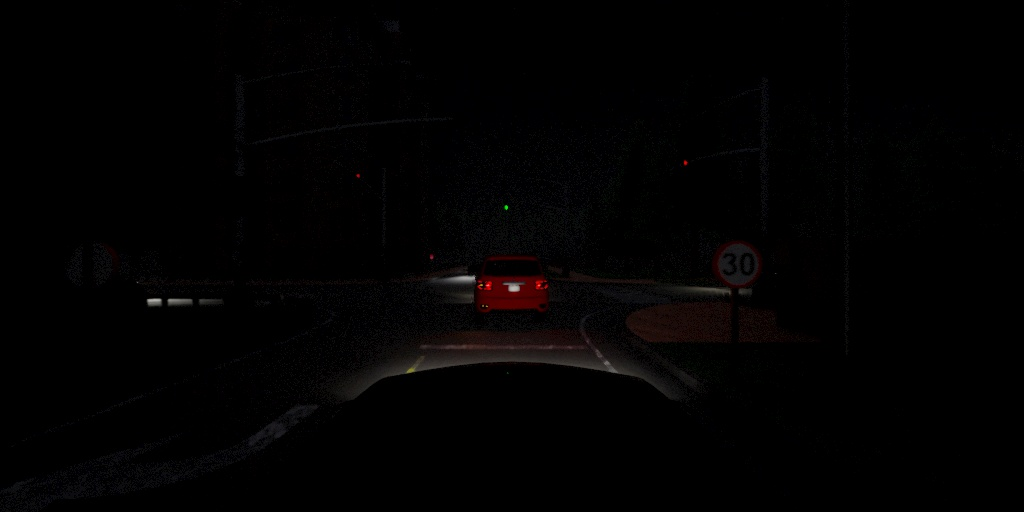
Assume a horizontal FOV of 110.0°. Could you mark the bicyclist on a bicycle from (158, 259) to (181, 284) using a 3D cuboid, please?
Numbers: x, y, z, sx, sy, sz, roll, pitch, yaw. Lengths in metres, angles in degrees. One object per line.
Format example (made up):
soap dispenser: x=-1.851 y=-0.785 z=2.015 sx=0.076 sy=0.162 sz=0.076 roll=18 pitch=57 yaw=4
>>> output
bicyclist on a bicycle: x=-22.626 y=1.020 z=23.698 sx=0.582 sy=1.620 sz=1.656 roll=0 pitch=0 yaw=-1

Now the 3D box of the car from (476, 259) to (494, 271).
car: x=-3.578 y=1.199 z=48.441 sx=2.033 sy=1.411 sz=5.357 roll=0 pitch=0 yaw=0

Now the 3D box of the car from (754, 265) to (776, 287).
car: x=17.314 y=0.917 z=20.880 sx=5.566 sy=2.045 sz=2.150 roll=0 pitch=0 yaw=-1

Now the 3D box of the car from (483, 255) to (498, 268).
car: x=-3.503 y=0.851 z=59.173 sx=2.150 sy=2.045 sz=5.566 roll=0 pitch=0 yaw=0

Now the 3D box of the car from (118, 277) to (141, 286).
car: x=-19.580 y=1.298 z=16.255 sx=4.181 sy=1.385 sz=1.994 roll=0 pitch=0 yaw=-1

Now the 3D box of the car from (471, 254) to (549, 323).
car: x=-0.214 y=0.948 z=12.310 sx=2.150 sy=2.045 sz=5.566 roll=0 pitch=0 yaw=-6

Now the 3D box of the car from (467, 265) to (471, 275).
car: x=-3.600 y=1.275 z=37.806 sx=1.895 sy=1.301 sz=4.718 roll=0 pitch=0 yaw=0

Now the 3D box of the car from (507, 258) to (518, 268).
car: x=0.085 y=1.152 z=60.431 sx=1.812 sy=1.442 sz=4.674 roll=0 pitch=0 yaw=0
